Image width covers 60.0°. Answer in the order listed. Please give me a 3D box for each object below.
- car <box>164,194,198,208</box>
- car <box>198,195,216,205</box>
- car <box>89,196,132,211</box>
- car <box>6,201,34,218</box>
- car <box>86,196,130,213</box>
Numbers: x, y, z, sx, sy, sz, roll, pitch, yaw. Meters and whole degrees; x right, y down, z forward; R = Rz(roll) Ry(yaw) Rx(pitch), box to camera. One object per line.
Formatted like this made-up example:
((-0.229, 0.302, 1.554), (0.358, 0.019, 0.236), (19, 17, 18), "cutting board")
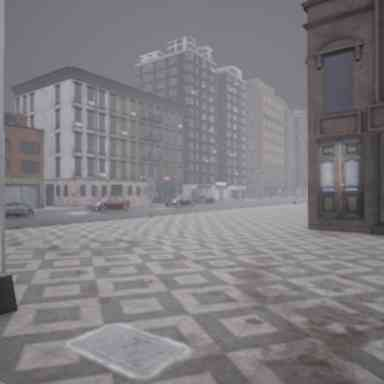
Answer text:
((-1.736, 1.180, 45.442), (2.097, 1.767, 4.553), (0, 0, 36), "car")
((2.192, 1.297, 56.431), (1.882, 1.535, 5.008), (0, 0, 36), "car")
((-9.665, 1.337, 39.935), (1.882, 1.535, 5.008), (0, 1, 35), "car")
((-15.027, 1.438, 26.797), (1.994, 1.385, 4.181), (0, 0, 35), "car")
((-8.950, 1.205, 35.336), (2.097, 1.767, 4.553), (0, 0, 35), "car")
